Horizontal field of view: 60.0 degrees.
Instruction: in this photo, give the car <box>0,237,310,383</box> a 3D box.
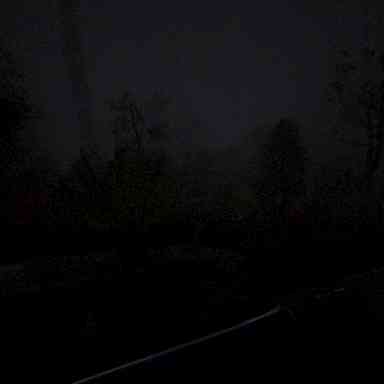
[{"bbox_3d":[-1.155,1.350,2.596,4.553,1.767,2.097,0,0,-36],"label":"car"}]
